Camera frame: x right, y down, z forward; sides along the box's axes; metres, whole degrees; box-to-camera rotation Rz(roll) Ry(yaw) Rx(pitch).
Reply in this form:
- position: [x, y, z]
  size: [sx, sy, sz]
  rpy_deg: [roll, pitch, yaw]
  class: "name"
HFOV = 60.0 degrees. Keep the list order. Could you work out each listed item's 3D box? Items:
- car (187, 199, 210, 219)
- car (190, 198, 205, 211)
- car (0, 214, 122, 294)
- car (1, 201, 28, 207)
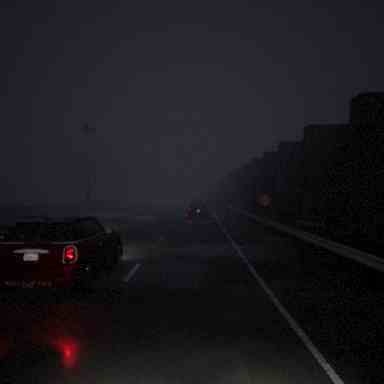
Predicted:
- position: [0.610, 1.693, 31.201]
  size: [2.163, 1.488, 4.792]
  rpy_deg: [0, 0, 1]
  class: "car"
- position: [0.733, 1.716, 46.882]
  size: [2.033, 1.649, 4.856]
  rpy_deg: [0, 0, 0]
  class: "car"
- position: [-3.350, 1.407, 9.103]
  size: [2.097, 1.767, 4.553]
  rpy_deg: [0, 0, 1]
  class: "car"
- position: [-23.816, 1.836, 44.801]
  size: [1.994, 1.385, 4.181]
  rpy_deg: [0, 0, 0]
  class: "car"
